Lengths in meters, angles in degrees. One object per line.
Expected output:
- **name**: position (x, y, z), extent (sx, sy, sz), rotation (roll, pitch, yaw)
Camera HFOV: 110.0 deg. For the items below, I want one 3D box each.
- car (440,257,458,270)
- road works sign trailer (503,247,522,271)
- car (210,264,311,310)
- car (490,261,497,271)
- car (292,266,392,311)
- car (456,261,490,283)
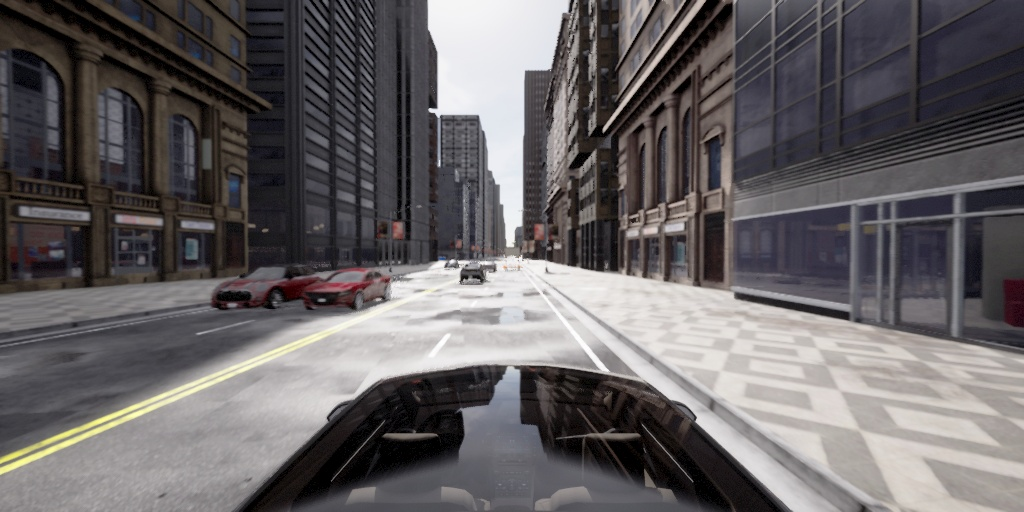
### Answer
- **car**: position (-9.787, 1.396, 58.427), extent (2.128, 1.511, 4.902), rotation (0, 0, 1)
- **road works sign trailer**: position (0.068, 0.367, 53.978), extent (2.380, 3.560, 2.880), rotation (0, 0, 0)
- **car**: position (-9.847, 1.146, 14.865), extent (2.097, 1.767, 4.553), rotation (0, 0, 0)
- **car**: position (-3.148, 1.447, 51.359), extent (2.033, 1.411, 5.357), rotation (0, 0, 0)
- **car**: position (-6.597, 1.272, 14.945), extent (1.882, 1.535, 5.008), rotation (0, 0, 0)
- **car**: position (-3.149, 1.357, 29.693), extent (1.837, 1.490, 4.892), rotation (0, 0, 0)
